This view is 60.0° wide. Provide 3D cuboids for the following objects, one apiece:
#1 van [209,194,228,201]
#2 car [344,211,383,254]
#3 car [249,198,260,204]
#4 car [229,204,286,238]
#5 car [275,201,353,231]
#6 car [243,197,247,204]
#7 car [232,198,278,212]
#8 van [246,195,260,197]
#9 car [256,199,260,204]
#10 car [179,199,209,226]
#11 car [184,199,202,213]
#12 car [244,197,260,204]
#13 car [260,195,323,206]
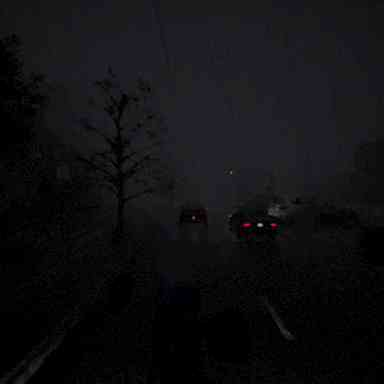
[{"bbox_3d":[7.970,1.678,93.792,4.442,1.987,1.878,1,-2,-20],"label":"van"},{"bbox_3d":[8.067,1.533,11.727,4.674,1.452,2.002,1,0,-20],"label":"car"},{"bbox_3d":[8.066,1.556,29.619,4.892,1.521,2.231,1,-1,-20],"label":"car"},{"bbox_3d":[3.101,1.559,17.641,2.033,1.411,5.357,0,0,0],"label":"car"},{"bbox_3d":[8.081,1.515,20.668,4.892,1.521,2.231,1,0,-20],"label":"car"},{"bbox_3d":[8.098,1.621,35.596,4.792,1.488,2.163,1,-1,-20],"label":"car"},{"bbox_3d":[7.900,1.623,41.482,5.366,1.575,1.946,1,0,-20],"label":"car"},{"bbox_3d":[7.967,1.382,38.525,4.442,1.987,1.878,1,0,-20],"label":"van"},{"bbox_3d":[8.078,1.538,26.634,5.008,1.535,2.097,1,0,-20],"label":"car"},{"bbox_3d":[0.103,1.510,23.638,1.882,1.535,5.008,0,0,0],"label":"car"},{"bbox_3d":[0.103,1.620,40.044,2.128,1.511,4.902,0,0,0],"label":"car"},{"bbox_3d":[8.246,1.571,32.667,5.366,1.575,1.946,1,-1,-20],"label":"car"},{"bbox_3d":[8.101,1.273,23.670,5.566,2.045,2.435,1,0,-20],"label":"car"}]
